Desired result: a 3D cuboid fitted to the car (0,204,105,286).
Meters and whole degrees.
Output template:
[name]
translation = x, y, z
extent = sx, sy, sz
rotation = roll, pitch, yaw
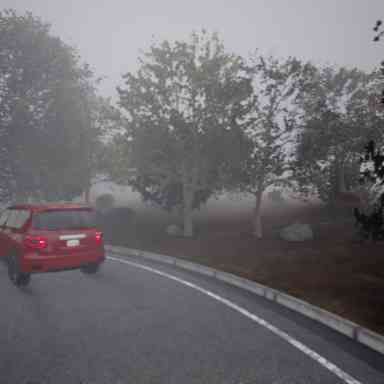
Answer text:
[car]
translation = -4.707, 1.368, 10.224
extent = 2.150, 2.045, 5.566
rotation = 1, -1, -41
